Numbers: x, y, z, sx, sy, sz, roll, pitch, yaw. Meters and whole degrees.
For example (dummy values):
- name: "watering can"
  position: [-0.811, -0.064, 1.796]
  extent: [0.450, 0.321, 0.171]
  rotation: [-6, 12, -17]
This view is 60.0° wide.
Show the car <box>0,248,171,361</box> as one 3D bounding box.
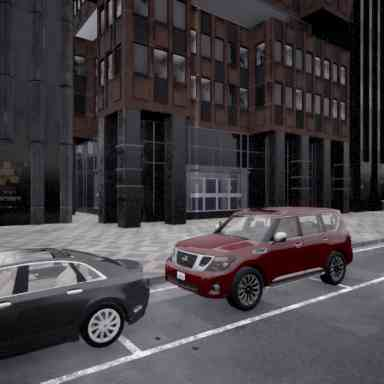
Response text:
- name: "car"
  position: [-2.737, 1.551, 4.695]
  extent: [4.403, 1.369, 2.008]
  rotation: [0, 0, -35]

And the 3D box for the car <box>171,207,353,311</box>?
- name: "car"
  position: [1.831, 1.315, 7.951]
  extent: [5.009, 1.841, 2.192]
  rotation: [0, 0, -35]
